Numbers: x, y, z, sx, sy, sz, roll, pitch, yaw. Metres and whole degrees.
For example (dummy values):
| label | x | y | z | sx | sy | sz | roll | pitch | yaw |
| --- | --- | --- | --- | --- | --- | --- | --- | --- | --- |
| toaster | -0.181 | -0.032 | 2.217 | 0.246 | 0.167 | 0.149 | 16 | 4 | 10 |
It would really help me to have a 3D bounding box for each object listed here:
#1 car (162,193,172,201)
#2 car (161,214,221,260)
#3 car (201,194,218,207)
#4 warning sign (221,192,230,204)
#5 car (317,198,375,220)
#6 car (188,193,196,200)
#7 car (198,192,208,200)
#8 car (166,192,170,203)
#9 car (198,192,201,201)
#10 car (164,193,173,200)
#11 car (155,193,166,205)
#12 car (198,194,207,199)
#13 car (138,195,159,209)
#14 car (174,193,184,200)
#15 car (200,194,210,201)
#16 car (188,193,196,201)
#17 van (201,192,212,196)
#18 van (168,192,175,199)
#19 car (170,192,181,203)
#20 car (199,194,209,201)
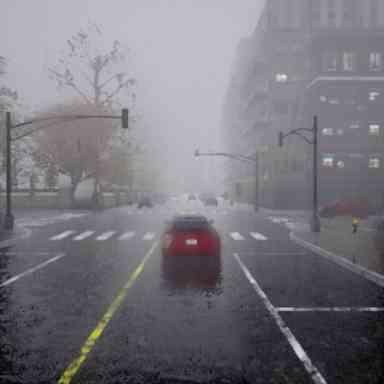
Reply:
| label | x | y | z | sx | sy | sz | roll | pitch | yaw |
| --- | --- | --- | --- | --- | --- | --- | --- | --- | --- |
| car | -5.685 | 1.105 | 75.552 | 1.967 | 1.590 | 4.097 | 0 | 0 | 0 |
| car | -0.096 | 1.498 | 12.226 | 1.994 | 1.385 | 4.181 | 0 | 0 | -2 |
| car | 2.695 | 1.317 | 47.400 | 1.887 | 1.381 | 4.507 | 0 | 0 | 0 |
| warning sign | 5.067 | 0.876 | 50.042 | 1.300 | 1.860 | 1.060 | 0 | 0 | 0 |
| car | 13.467 | 1.450 | 29.448 | 5.009 | 1.841 | 2.192 | 1 | -1 | -1 |
| car | 0.005 | 1.064 | 80.904 | 2.033 | 1.411 | 5.357 | 0 | 0 | 0 |
| car | 2.697 | 0.961 | 81.180 | 2.192 | 1.841 | 5.009 | 0 | 0 | 0 |
| car | -5.685 | 1.041 | 58.660 | 2.192 | 1.841 | 5.009 | 0 | 0 | 0 |
| car | 2.696 | 1.145 | 64.291 | 1.967 | 1.590 | 4.097 | 0 | 0 | 0 |
| car | -5.684 | 1.086 | 81.181 | 1.967 | 1.590 | 4.097 | 0 | 0 | 0 |
| car | -5.685 | 1.274 | 52.861 | 1.752 | 1.417 | 4.829 | 0 | 0 | 0 |
| car | 2.696 | 1.178 | 86.812 | 2.008 | 1.369 | 4.403 | 0 | 0 | 0 |
| car | -5.686 | 1.362 | 41.770 | 1.947 | 1.339 | 4.313 | 0 | 0 | 0 |
| car | -2.997 | 0.902 | 75.496 | 2.128 | 1.511 | 4.902 | 0 | 0 | 0 |
| car | 2.695 | 1.235 | 69.921 | 2.008 | 1.369 | 4.403 | 0 | 0 | 0 |
| car | 0.003 | 1.206 | 70.486 | 2.128 | 1.511 | 4.902 | 0 | 0 | 0 |
| van | 2.696 | 1.090 | 53.030 | 1.690 | 1.788 | 3.998 | 0 | 0 | 0 |
| van | -5.684 | 0.951 | 92.441 | 1.690 | 1.788 | 3.998 | 0 | 0 | 0 |
| car | -3.044 | 1.247 | 59.894 | 1.812 | 1.442 | 4.674 | 0 | 0 | 1 |
| car | 2.695 | 1.209 | 75.551 | 1.887 | 1.381 | 4.507 | 0 | 0 | 0 |
